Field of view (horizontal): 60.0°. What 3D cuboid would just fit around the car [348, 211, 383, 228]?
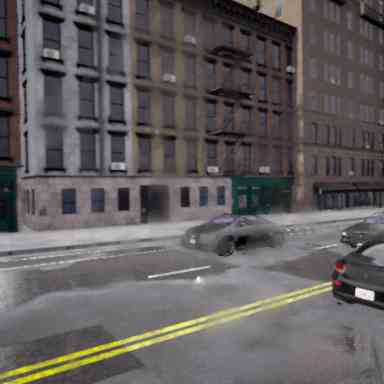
[{"bbox_3d":[8.248,1.497,13.542,5.357,1.411,2.033,0,0,-35],"label":"car"}]

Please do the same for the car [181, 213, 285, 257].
[{"bbox_3d":[1.647,1.539,12.835,4.181,1.385,1.994,0,0,-35],"label":"car"}]

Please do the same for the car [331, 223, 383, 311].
[{"bbox_3d":[4.710,1.504,6.797,4.674,1.442,1.812,0,0,-35],"label":"car"}]
